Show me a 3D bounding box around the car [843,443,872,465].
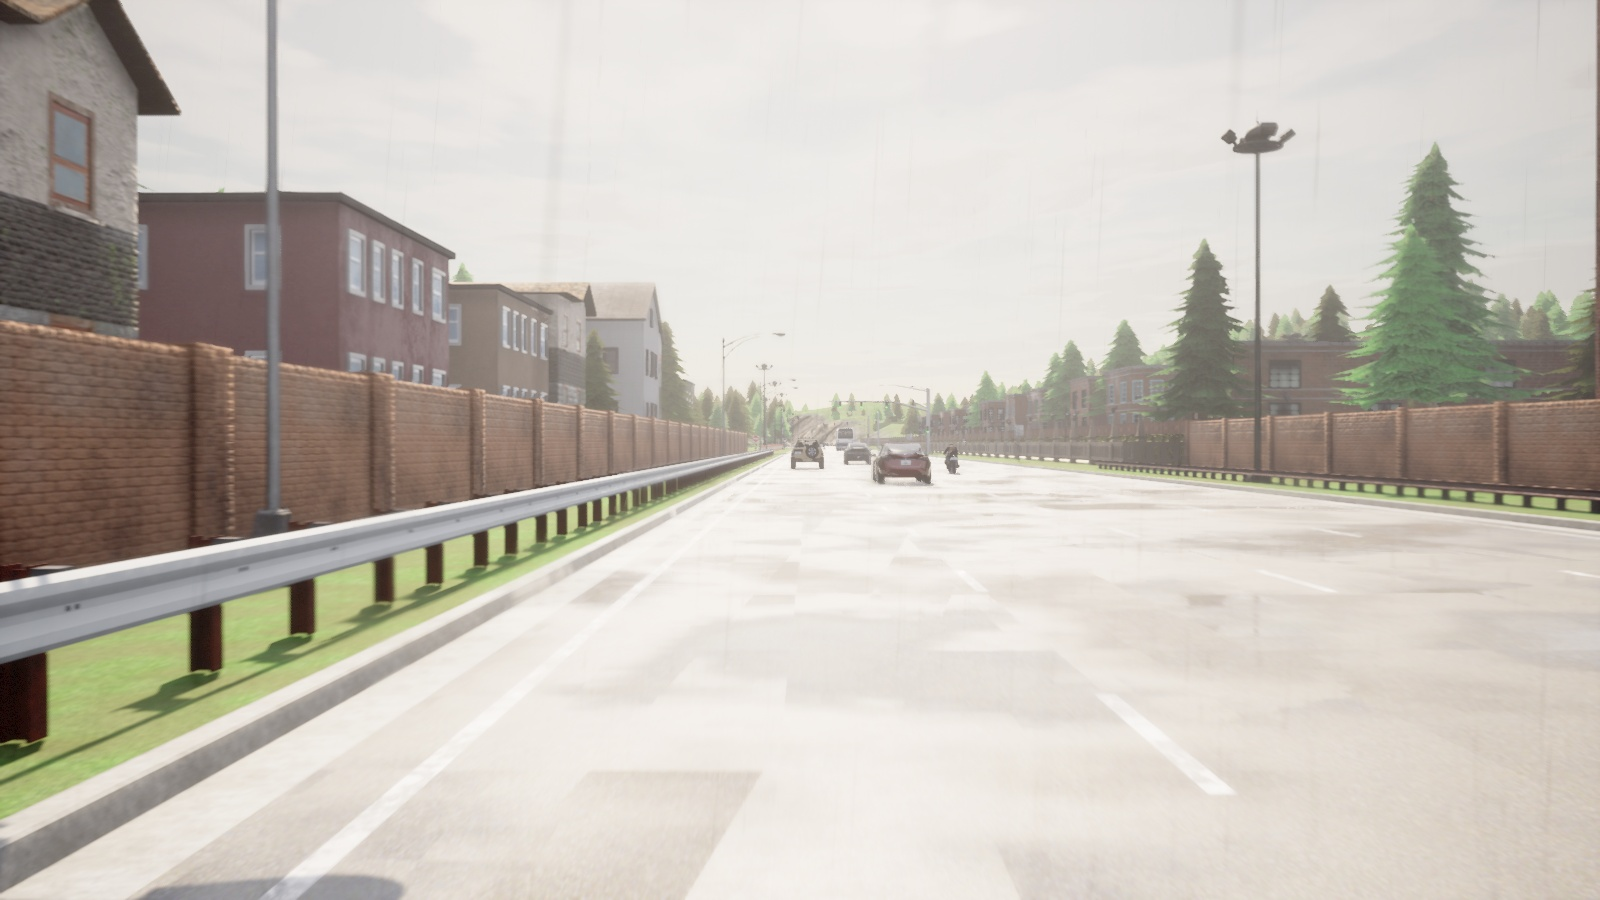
[{"bbox_3d":[4.015,0.260,87.951,1.837,1.490,4.892,0,0,0],"label":"car"}]

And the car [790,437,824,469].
[{"bbox_3d":[0.435,0.149,73.811,1.932,1.855,4.605,0,0,0],"label":"car"}]

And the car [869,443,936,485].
[{"bbox_3d":[3.783,0.485,47.038,2.163,1.488,4.792,0,0,0],"label":"car"}]

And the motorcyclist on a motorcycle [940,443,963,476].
[{"bbox_3d":[7.362,0.445,60.996,0.866,1.530,2.191,0,0,0],"label":"motorcyclist on a motorcycle"}]
